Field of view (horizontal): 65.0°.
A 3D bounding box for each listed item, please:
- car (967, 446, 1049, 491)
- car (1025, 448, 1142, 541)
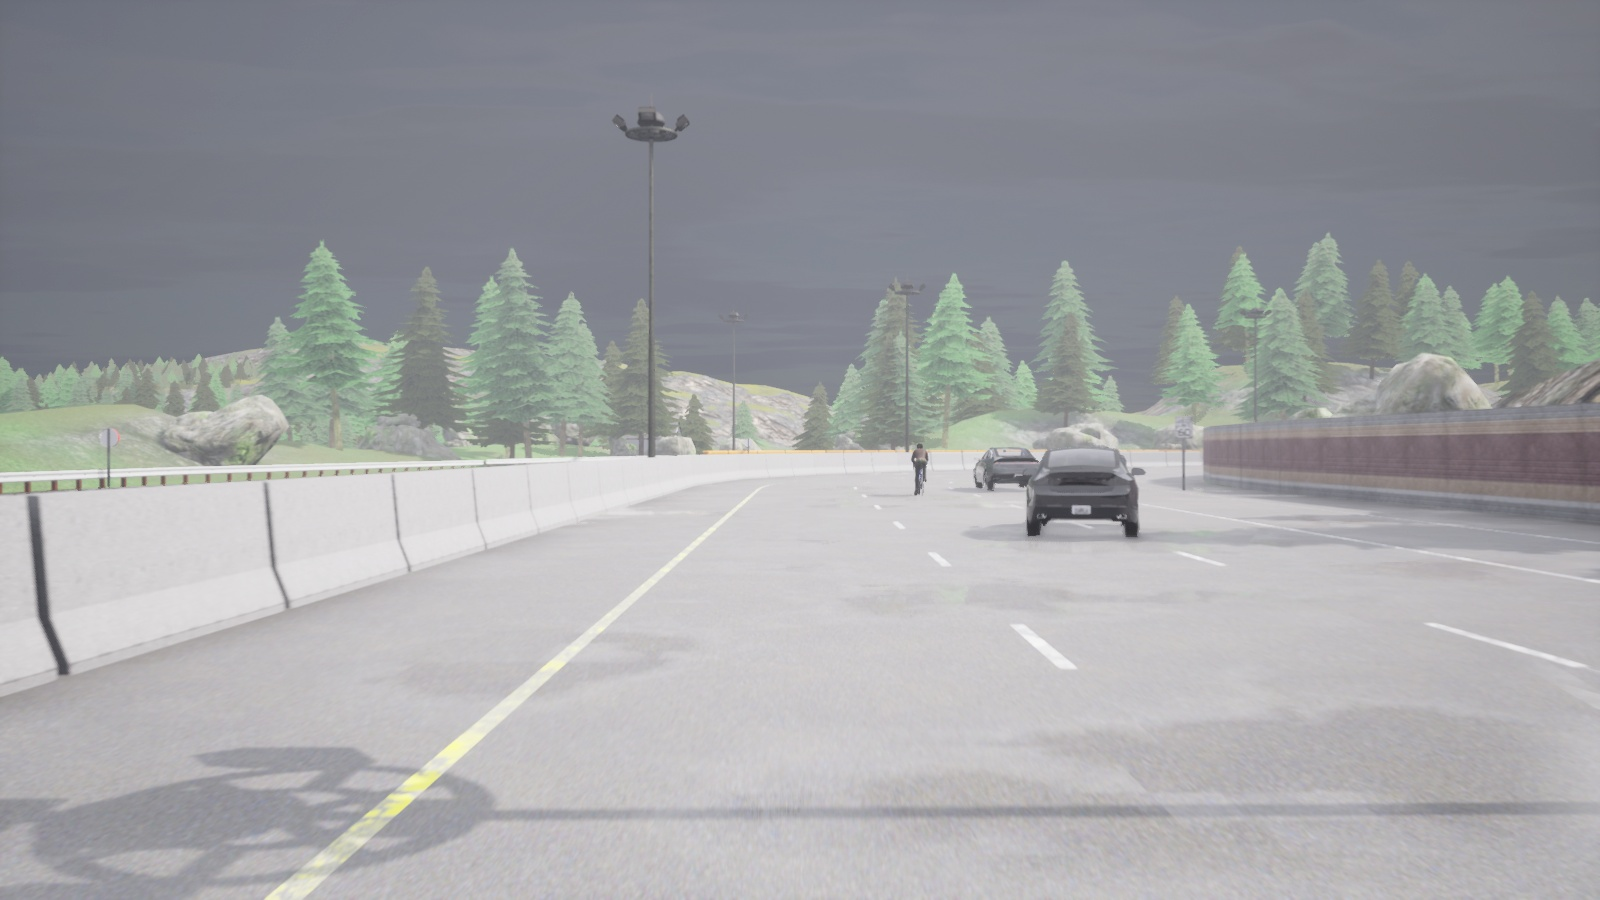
[{"bbox_3d":[7.281,0.623,44.399,2.128,1.511,4.902,0,0,1],"label":"car"},{"bbox_3d":[5.126,0.712,22.601,1.837,1.490,4.892,0,0,13],"label":"car"}]
